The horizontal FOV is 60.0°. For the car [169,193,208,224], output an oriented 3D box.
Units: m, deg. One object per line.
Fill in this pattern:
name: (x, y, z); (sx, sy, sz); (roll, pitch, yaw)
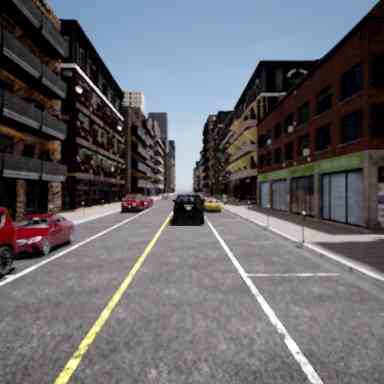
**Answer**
car: (-0.251, 1.113, 24.158); (2.150, 2.045, 5.566); (0, 1, -1)

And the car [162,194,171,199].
car: (-7.048, 1.135, 91.814); (2.008, 1.369, 4.403); (0, 0, -1)

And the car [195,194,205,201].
car: (1.670, 1.223, 69.393); (2.008, 1.369, 4.403); (0, 0, -1)

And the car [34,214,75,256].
car: (-5.867, 1.536, 12.916); (1.802, 1.307, 4.206); (0, 0, -1)

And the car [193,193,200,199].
car: (1.330, 1.089, 92.105); (1.752, 1.417, 4.829); (0, 0, -1)

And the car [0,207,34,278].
car: (-5.782, 1.295, 7.279); (2.192, 1.841, 5.009); (0, 0, -1)

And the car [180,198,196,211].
car: (-0.480, 1.420, 39.507); (1.895, 1.301, 4.718); (0, 0, -1)

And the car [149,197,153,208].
car: (-6.288, 1.265, 41.093); (1.967, 1.590, 4.097); (0, 0, -1)

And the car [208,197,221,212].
car: (2.173, 1.356, 35.750); (1.752, 1.417, 4.829); (0, 0, -1)

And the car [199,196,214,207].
car: (2.007, 1.323, 46.851); (1.887, 1.381, 4.507); (0, 0, -1)

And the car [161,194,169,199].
car: (-6.963, 1.162, 86.178); (2.008, 1.369, 4.403); (0, 0, -1)

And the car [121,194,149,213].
car: (-6.203, 1.166, 35.458); (2.192, 1.841, 5.009); (0, 0, -1)
